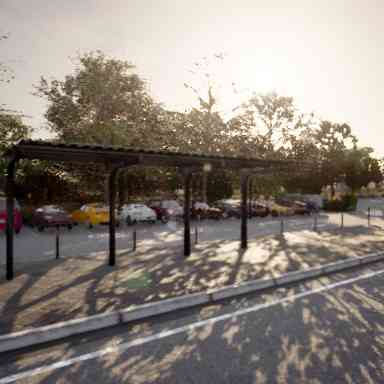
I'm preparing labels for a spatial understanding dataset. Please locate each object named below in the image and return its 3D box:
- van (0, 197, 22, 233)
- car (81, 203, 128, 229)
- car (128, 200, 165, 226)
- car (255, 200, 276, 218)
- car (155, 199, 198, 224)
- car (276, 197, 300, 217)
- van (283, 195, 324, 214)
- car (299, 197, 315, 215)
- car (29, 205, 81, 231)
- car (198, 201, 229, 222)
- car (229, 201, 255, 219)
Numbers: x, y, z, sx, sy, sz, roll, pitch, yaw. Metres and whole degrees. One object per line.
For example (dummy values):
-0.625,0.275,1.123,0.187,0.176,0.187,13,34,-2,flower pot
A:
-11.028,1.261,18.976,1.878,1.987,4.442,0,0,-36,van
-6.441,1.493,22.107,2.097,1.535,5.008,0,0,-36,car
-4.186,1.537,23.724,2.002,1.452,4.674,0,0,-36,car
4.825,1.541,30.208,2.163,1.488,4.792,0,0,-36,car
-1.948,1.374,25.366,2.185,1.767,4.553,0,0,-36,car
7.207,1.514,31.647,1.946,1.575,5.366,0,0,-36,car
11.682,1.300,34.932,1.878,1.987,4.442,0,0,-36,van
9.341,1.551,33.438,2.163,1.488,4.792,0,0,-36,car
-8.701,1.530,20.493,2.002,1.452,4.674,0,0,-36,car
0.325,1.504,26.960,2.097,1.535,5.008,0,0,-36,car
2.589,1.509,28.565,2.231,1.521,4.892,0,0,-36,car
